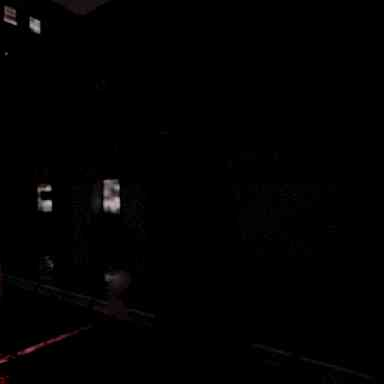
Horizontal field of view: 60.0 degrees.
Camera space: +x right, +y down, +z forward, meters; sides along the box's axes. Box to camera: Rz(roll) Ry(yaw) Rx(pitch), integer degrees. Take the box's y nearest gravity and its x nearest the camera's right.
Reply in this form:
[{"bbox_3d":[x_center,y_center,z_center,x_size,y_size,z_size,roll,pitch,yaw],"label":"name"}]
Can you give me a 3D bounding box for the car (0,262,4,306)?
[{"bbox_3d":[-5.630,1.533,6.489,5.008,1.535,1.882,0,0,36],"label":"car"}]
